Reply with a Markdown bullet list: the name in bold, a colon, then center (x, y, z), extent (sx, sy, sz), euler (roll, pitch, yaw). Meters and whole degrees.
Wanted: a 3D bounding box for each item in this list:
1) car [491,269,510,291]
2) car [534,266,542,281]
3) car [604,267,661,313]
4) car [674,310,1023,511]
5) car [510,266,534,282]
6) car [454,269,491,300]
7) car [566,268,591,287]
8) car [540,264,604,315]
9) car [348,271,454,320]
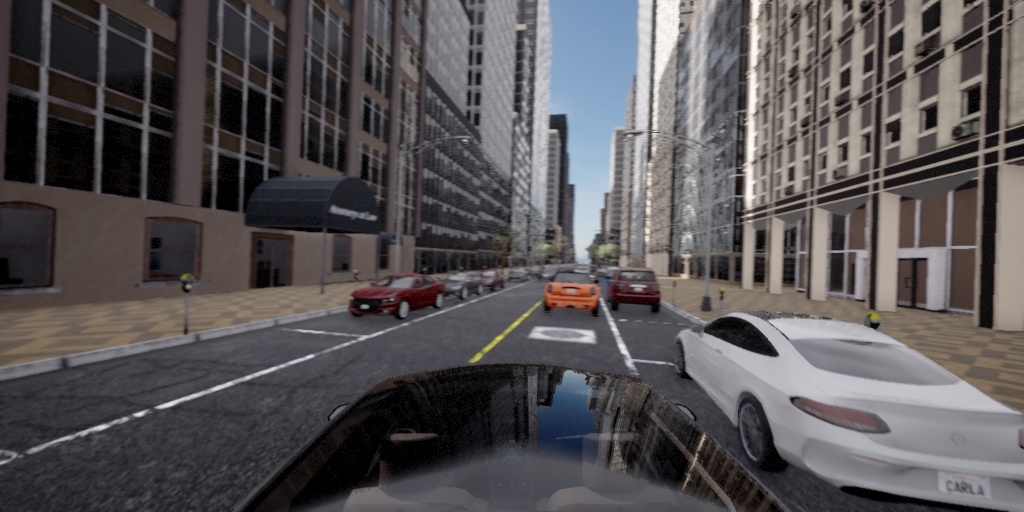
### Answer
- **car**: center (-1.617, 1.545, 23.817), extent (1.802, 1.307, 4.207), euler (0, 0, 11)
- **car**: center (3.827, 1.834, 37.342), extent (2.128, 1.511, 4.902), euler (2, -1, 12)
- **car**: center (5.466, 1.461, 16.582), extent (2.192, 1.841, 5.009), euler (0, 0, 11)
- **car**: center (3.562, 1.450, 4.719), extent (1.812, 1.442, 4.674), euler (2, -1, 11)
- **car**: center (0.635, 1.738, 34.957), extent (2.007, 1.370, 4.403), euler (0, 0, 11)
- **car**: center (-2.743, 1.400, 18.248), extent (2.007, 1.370, 4.403), euler (0, 0, 11)
- **car**: center (6.221, 1.929, 33.239), extent (2.033, 1.411, 5.357), euler (2, -1, 11)
- **car**: center (2.623, 1.373, 15.419), extent (2.097, 1.767, 4.553), euler (2, -1, 11)
- **car**: center (-3.868, 1.282, 12.678), extent (1.888, 1.381, 4.507), euler (0, 0, 11)
